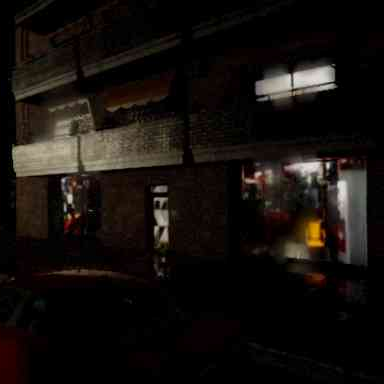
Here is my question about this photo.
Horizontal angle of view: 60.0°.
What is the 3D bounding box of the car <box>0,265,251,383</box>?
[{"bbox_3d":[-1.533,1.578,3.977,4.507,1.381,1.887,-1,-1,36],"label":"car"}]
